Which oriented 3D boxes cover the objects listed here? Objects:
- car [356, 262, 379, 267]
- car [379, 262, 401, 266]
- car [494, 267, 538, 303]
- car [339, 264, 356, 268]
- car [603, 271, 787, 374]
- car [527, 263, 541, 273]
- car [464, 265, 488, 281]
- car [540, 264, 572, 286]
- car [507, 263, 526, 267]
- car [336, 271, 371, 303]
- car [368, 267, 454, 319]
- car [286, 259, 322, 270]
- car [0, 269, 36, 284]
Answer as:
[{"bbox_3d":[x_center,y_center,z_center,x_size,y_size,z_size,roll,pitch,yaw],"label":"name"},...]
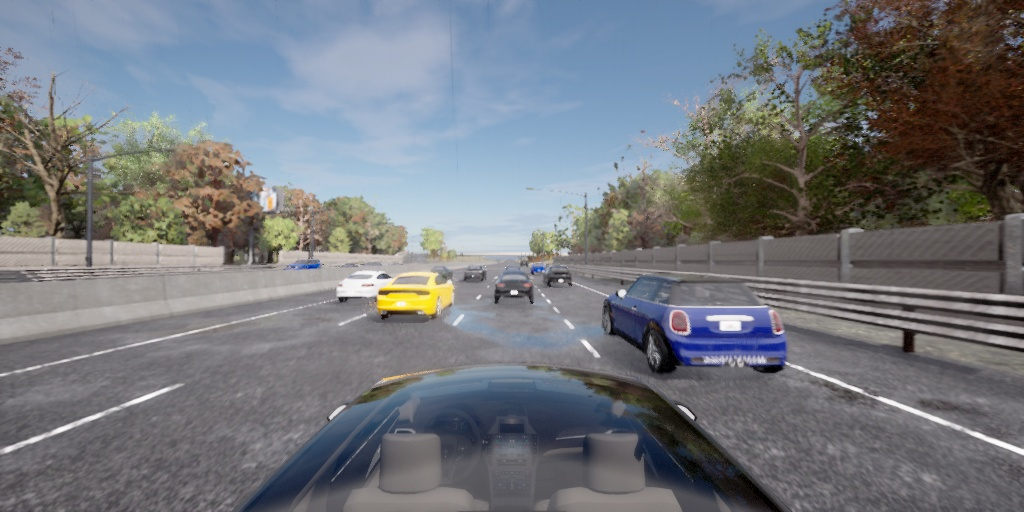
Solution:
[{"bbox_3d":[-21.078,1.657,53.883,2.097,1.767,4.553,0,-1,0],"label":"car"},{"bbox_3d":[-17.579,1.851,53.750,2.033,1.411,5.357,0,-1,0],"label":"car"},{"bbox_3d":[0.097,1.444,17.883,1.812,1.442,4.674,0,-1,0],"label":"car"},{"bbox_3d":[-24.571,1.872,54.194,1.994,1.385,4.181,0,-1,0],"label":"car"},{"bbox_3d":[3.498,1.162,7.870,2.097,1.767,4.553,0,-1,0],"label":"car"},{"bbox_3d":[3.491,1.726,48.720,1.882,1.535,5.008,0,-1,0],"label":"car"},{"bbox_3d":[-3.404,1.582,34.114,2.128,1.511,4.902,0,-1,0],"label":"car"},{"bbox_3d":[3.493,1.530,28.071,1.837,1.490,4.892,0,-1,0],"label":"car"},{"bbox_3d":[0.096,1.662,34.888,1.994,1.385,4.181,0,-1,0],"label":"car"},{"bbox_3d":[-6.901,1.442,17.678,1.812,1.442,4.674,0,-1,0],"label":"car"},{"bbox_3d":[-3.400,1.350,13.496,1.882,1.535,5.008,0,-1,0],"label":"car"},{"bbox_3d":[-28.082,1.473,48.653,2.150,2.045,5.566,0,-1,0],"label":"car"},{"bbox_3d":[-17.601,1.197,10.840,2.097,1.767,4.553,0,-1,0],"label":"car"}]
